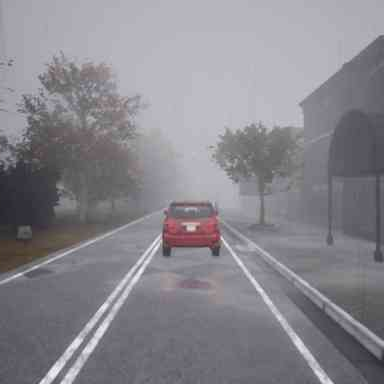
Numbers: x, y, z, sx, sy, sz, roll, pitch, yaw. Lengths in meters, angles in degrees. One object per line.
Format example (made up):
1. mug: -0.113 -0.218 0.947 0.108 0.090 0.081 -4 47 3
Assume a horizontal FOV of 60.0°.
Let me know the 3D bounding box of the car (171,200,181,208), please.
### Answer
1. car: -3.456 2.564 71.584 1.837 1.490 4.892 0 -1 0

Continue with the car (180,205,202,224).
1. car: -0.074 1.927 29.421 1.812 1.442 4.674 0 -1 0

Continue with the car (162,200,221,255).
1. car: -0.032 1.374 14.065 2.150 2.045 5.566 0 -1 0
